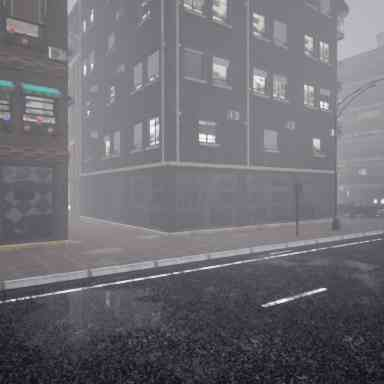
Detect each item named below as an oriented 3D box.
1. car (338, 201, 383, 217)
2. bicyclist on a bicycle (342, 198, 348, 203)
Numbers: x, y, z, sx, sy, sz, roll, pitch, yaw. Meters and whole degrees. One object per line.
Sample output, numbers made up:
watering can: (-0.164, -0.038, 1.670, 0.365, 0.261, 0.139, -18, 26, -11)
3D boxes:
car: (17.184, 1.723, 34.161, 2.128, 1.511, 4.902, 0, -1, -36)
bicyclist on a bicycle: (20.459, 1.587, 44.475, 1.656, 1.620, 0.582, -1, 0, -36)
